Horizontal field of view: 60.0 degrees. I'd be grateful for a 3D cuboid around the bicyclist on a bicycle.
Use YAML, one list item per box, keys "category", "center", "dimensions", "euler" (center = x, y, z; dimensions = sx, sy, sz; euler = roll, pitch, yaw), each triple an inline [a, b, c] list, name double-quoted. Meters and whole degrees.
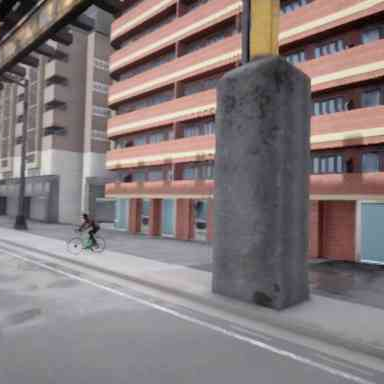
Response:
- category: "bicyclist on a bicycle"
  center: [-4.148, 1.669, 13.236]
  dimensions: [0.582, 1.620, 1.656]
  euler: [0, -4, 44]
